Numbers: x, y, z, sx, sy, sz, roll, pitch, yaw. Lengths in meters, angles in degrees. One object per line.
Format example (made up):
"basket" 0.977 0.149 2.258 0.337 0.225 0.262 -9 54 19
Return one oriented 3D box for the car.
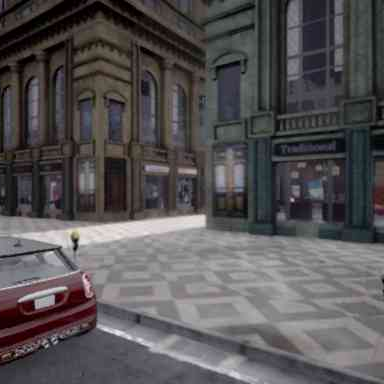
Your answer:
"car" -3.481 1.454 5.433 4.097 1.590 1.967 0 0 35
